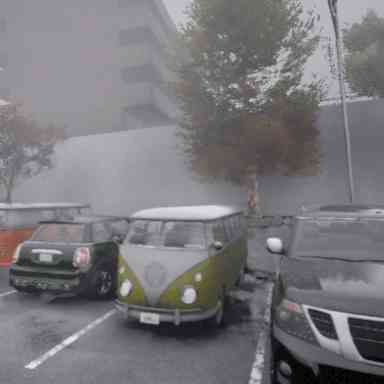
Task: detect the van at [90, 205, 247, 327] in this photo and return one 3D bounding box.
[{"bbox_3d":[0.028,1.281,6.950,1.878,1.987,4.442,0,-1,17],"label":"van"}]

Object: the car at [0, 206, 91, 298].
[{"bbox_3d":[-2.367,1.389,8.820,2.185,1.767,4.553,0,-1,17],"label":"car"}]

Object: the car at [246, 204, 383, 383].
[{"bbox_3d":[2.463,1.250,5.249,2.435,2.045,5.566,0,-1,17],"label":"car"}]

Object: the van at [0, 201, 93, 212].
[{"bbox_3d":[-4.743,1.297,10.748,1.878,1.987,4.442,0,-1,16],"label":"van"}]
